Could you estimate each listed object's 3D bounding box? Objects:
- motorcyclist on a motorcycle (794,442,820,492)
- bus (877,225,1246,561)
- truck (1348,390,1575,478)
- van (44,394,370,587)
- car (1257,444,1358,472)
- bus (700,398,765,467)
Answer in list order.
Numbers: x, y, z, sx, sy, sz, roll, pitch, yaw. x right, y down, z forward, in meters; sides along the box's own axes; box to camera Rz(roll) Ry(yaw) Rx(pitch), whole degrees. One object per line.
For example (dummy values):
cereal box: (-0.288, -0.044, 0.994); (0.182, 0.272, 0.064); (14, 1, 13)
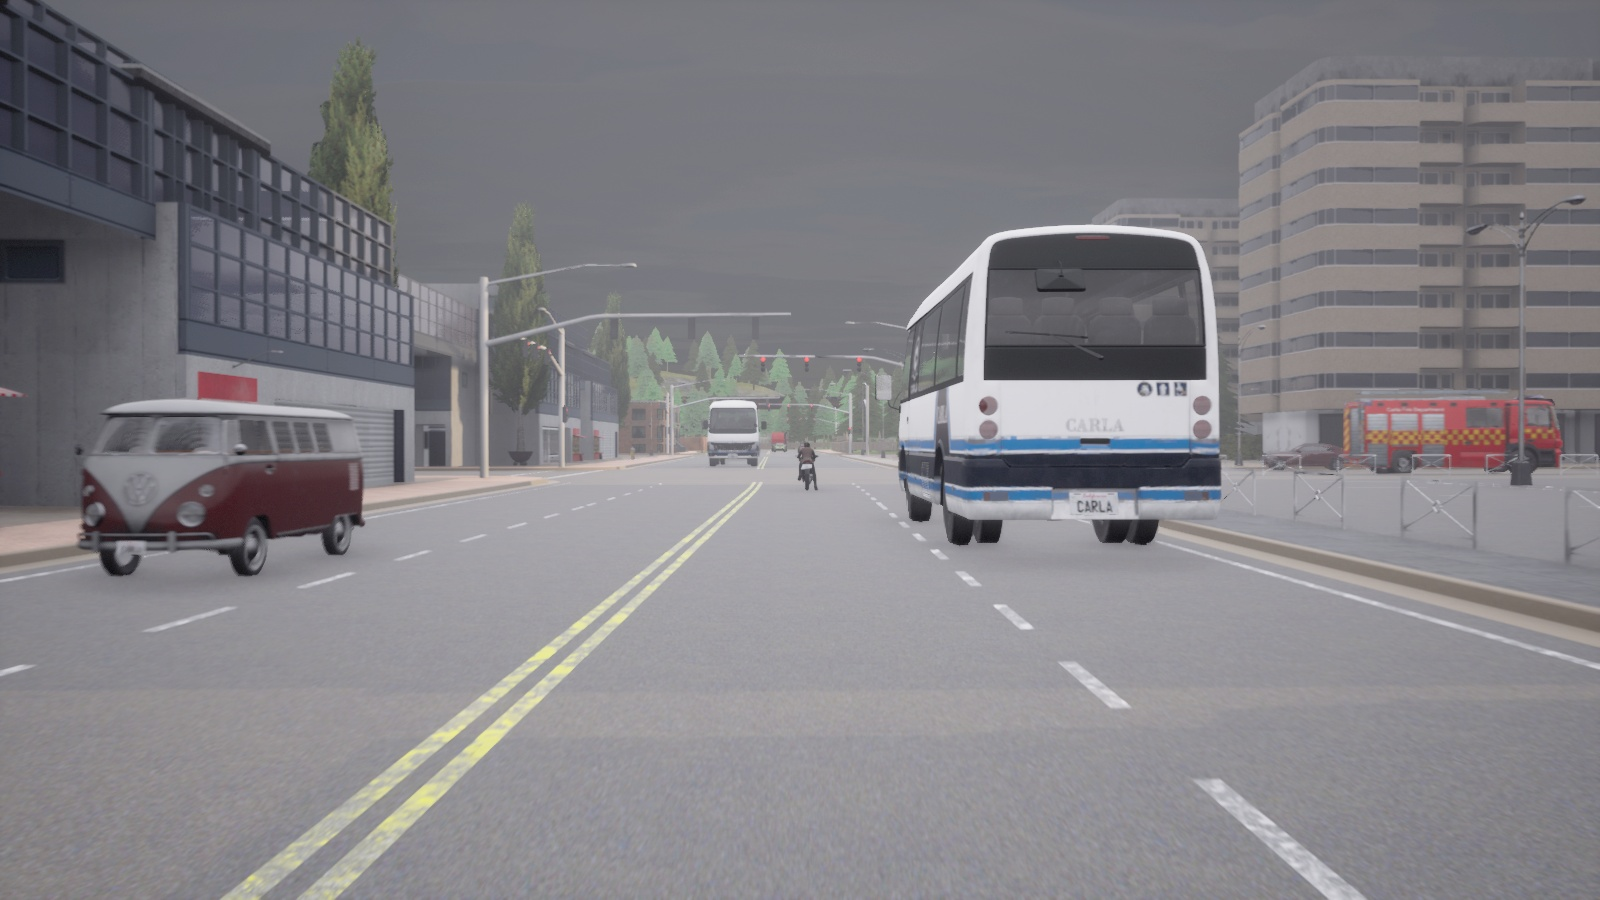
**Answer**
motorcyclist on a motorcycle: (0.219, 0.506, 39.466); (0.797, 1.523, 2.044); (0, 0, 0)
bus: (3.622, -0.746, 21.021); (3.944, 4.253, 10.273); (0, 0, -1)
truck: (29.342, -0.711, 56.029); (8.468, 3.827, 2.891); (0, 0, 5)
van: (-6.892, 0.408, 15.195); (1.775, 1.987, 4.442); (0, 0, 1)
car: (26.611, 0.421, 66.011); (4.674, 1.442, 1.812); (0, 0, 13)
bus: (-4.298, -1.101, 82.837); (3.944, 4.253, 10.273); (0, 0, -1)
